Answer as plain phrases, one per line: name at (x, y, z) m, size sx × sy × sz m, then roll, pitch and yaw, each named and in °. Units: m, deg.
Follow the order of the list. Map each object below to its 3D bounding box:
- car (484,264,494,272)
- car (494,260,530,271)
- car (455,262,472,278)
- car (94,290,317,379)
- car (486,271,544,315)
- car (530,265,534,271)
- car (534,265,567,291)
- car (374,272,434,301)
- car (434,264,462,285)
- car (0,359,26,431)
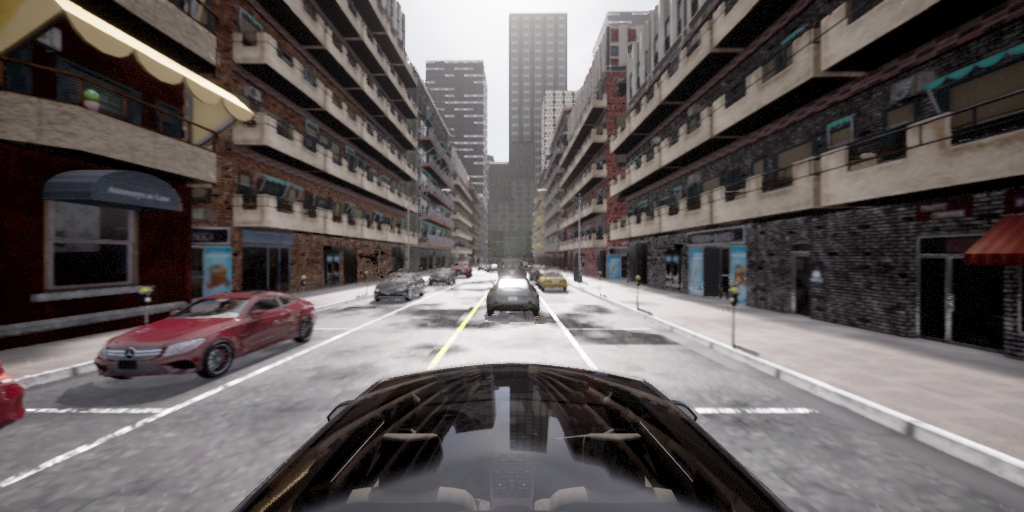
car at (-3.055, 2.037, 58.845) m, size 1.994 × 1.385 × 4.181 m, roll 0°, pitch -1°, yaw 0°
car at (0.038, 1.305, 27.955) m, size 2.150 × 2.045 × 5.566 m, roll 0°, pitch 0°, yaw 1°
car at (-5.690, 1.562, 41.011) m, size 2.192 × 1.841 × 5.009 m, roll 0°, pitch 0°, yaw 0°
car at (-5.691, 1.404, 7.401) m, size 1.802 × 1.307 × 4.207 m, roll 0°, pitch 0°, yaw 0°
car at (0.051, 1.475, 14.424) m, size 1.994 × 1.385 × 4.181 m, roll 0°, pitch -1°, yaw 0°
car at (2.690, 1.670, 29.778) m, size 1.948 × 1.339 × 4.313 m, roll 0°, pitch 0°, yaw 0°
car at (2.690, 1.559, 24.347) m, size 1.751 × 1.417 × 4.829 m, roll 0°, pitch 0°, yaw 0°
car at (-5.691, 1.514, 18.605) m, size 2.007 × 1.370 × 4.403 m, roll 0°, pitch 0°, yaw 0°
car at (-5.690, 1.655, 29.807) m, size 2.007 × 1.370 × 4.403 m, roll 0°, pitch 0°, yaw 0°
car at (-5.692, 1.333, 1.799) m, size 1.802 × 1.307 × 4.207 m, roll 0°, pitch 0°, yaw 0°
